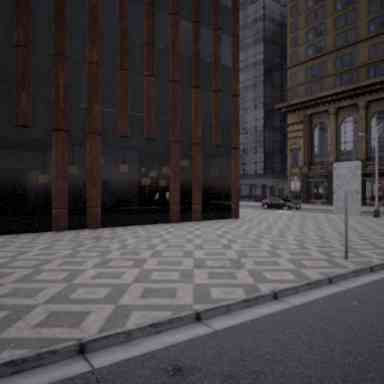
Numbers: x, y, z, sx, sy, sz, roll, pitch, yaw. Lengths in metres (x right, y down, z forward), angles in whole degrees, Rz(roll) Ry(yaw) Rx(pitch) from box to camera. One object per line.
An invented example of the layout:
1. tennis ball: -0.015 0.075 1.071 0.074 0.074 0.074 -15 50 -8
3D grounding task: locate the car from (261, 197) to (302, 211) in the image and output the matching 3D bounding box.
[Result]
1. car: 9.830 1.357 36.932 1.837 1.490 4.892 0 0 -35
